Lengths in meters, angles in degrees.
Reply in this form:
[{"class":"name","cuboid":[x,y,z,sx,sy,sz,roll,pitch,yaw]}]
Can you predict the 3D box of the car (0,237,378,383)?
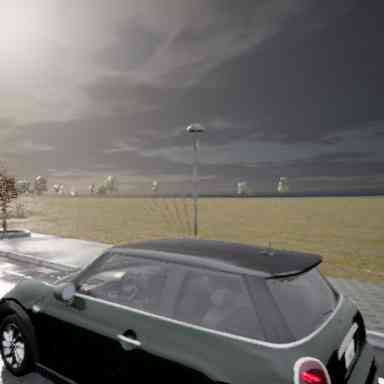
[{"class":"car","cuboid":[-0.412,1.346,4.016,4.553,1.767,2.097,0,0,36]}]
